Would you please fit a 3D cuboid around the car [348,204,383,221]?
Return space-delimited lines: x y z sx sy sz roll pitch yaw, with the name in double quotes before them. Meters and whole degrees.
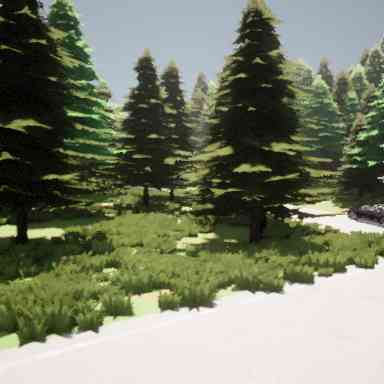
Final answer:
"car" 13.525 1.604 24.138 2.128 1.511 4.902 1 4 -16
